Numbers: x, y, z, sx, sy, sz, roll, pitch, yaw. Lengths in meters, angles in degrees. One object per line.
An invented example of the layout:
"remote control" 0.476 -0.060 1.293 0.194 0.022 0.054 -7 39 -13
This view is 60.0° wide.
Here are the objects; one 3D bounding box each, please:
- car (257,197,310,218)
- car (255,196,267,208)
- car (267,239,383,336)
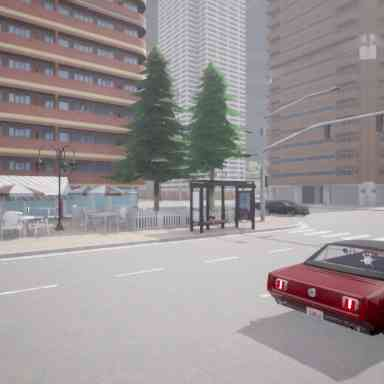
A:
"car" 8.877 1.533 31.834 1.882 1.535 5.008 0 0 -32
"car" 10.274 1.603 42.428 2.033 1.411 5.357 0 0 -36
"car" 3.718 1.601 6.461 4.718 1.301 1.895 0 0 -36
